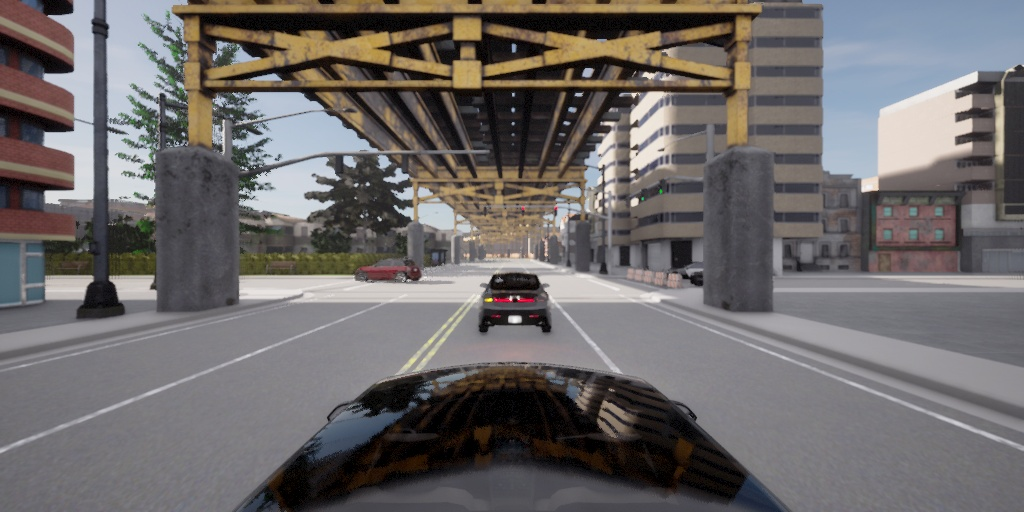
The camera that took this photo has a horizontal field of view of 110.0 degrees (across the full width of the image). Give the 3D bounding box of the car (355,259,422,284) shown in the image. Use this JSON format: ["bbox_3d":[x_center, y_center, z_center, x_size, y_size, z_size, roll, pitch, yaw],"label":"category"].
[{"bbox_3d":[-8.953,1.002,25.860,4.553,1.767,2.097,0,0,12],"label":"car"}]

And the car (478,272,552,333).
[{"bbox_3d":[0.083,1.216,10.606,1.837,1.490,4.892,0,0,0],"label":"car"}]
